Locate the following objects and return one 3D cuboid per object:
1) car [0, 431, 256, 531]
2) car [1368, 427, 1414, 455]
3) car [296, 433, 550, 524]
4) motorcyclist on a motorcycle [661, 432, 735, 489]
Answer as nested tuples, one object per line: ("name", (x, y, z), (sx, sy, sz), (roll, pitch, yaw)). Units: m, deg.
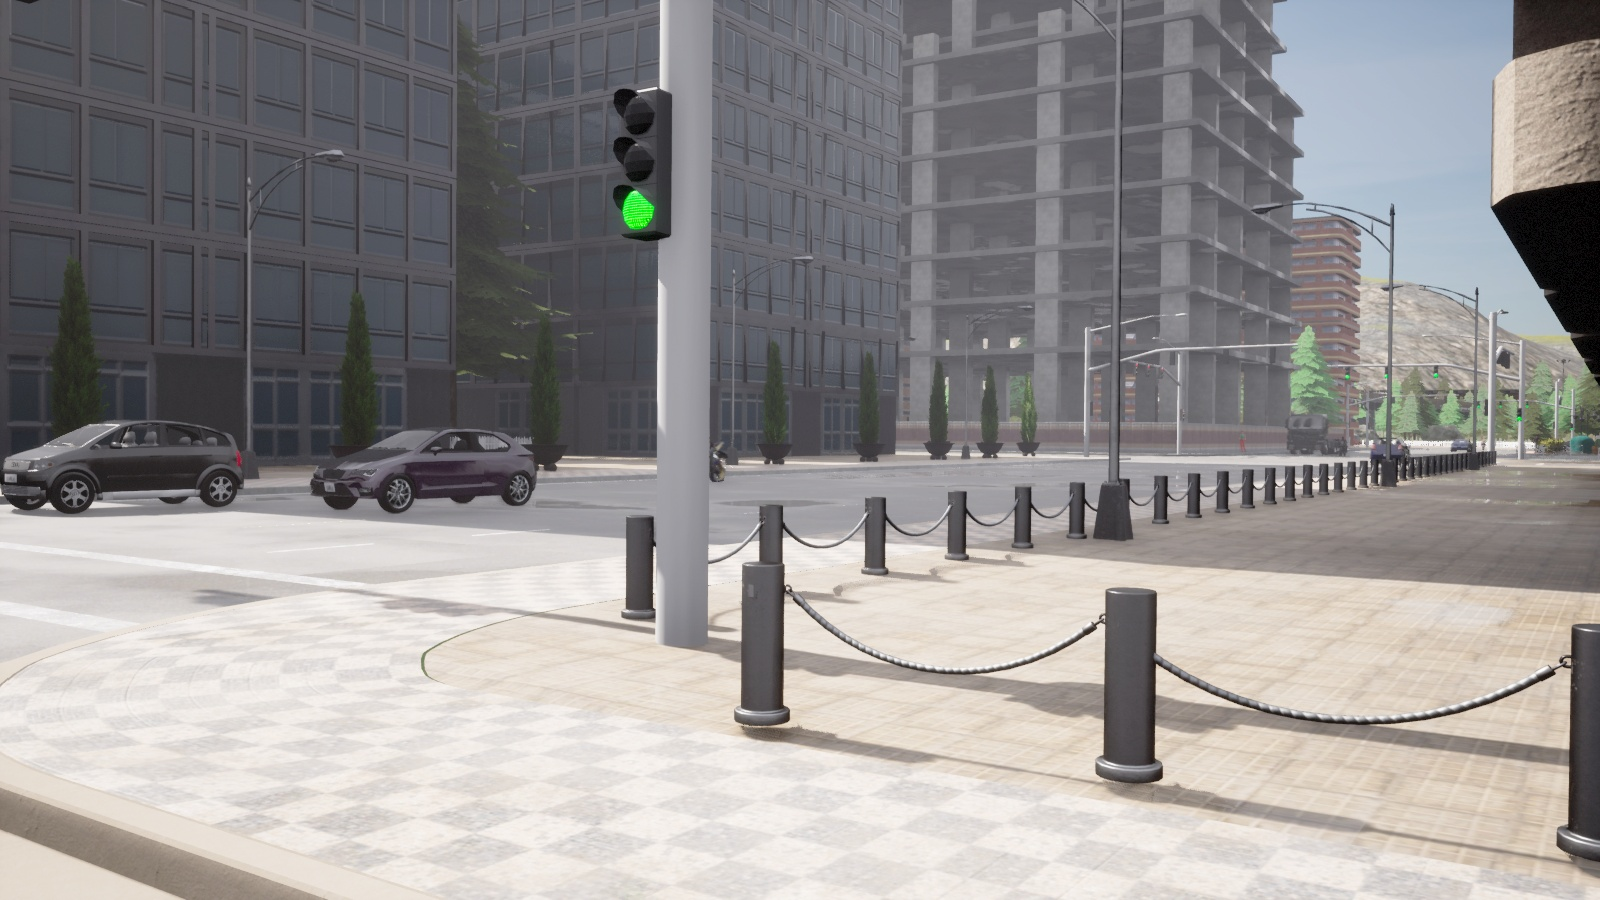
("car", (-11.657, 0.463, 21.730), (1.789, 1.549, 3.705), (0, 1, 34))
("car", (32.755, -0.527, 69.555), (1.845, 1.501, 3.633), (0, 1, 32))
("car", (-6.723, 0.439, 22.796), (1.816, 1.474, 4.193), (0, 1, 34))
("motorcyclist on a motorcycle", (-2.812, 0.260, 34.889), (0.866, 1.530, 2.191), (0, 1, 34))
